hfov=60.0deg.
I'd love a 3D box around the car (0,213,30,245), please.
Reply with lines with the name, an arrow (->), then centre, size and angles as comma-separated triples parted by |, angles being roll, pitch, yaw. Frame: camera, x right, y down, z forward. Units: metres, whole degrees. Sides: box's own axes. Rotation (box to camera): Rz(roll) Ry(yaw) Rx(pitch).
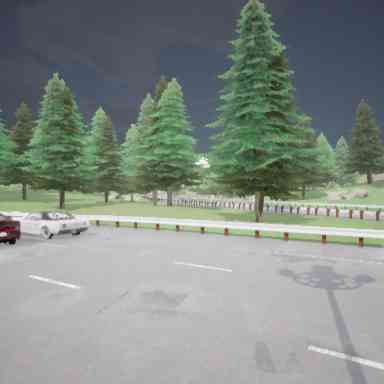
car -> -9.357, 1.482, 14.105 | 5.008, 1.535, 1.882 | 0, 0, 31

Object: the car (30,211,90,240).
car -> -7.571, 1.614, 17.115 | 4.718, 1.301, 1.895 | 0, 0, 31
